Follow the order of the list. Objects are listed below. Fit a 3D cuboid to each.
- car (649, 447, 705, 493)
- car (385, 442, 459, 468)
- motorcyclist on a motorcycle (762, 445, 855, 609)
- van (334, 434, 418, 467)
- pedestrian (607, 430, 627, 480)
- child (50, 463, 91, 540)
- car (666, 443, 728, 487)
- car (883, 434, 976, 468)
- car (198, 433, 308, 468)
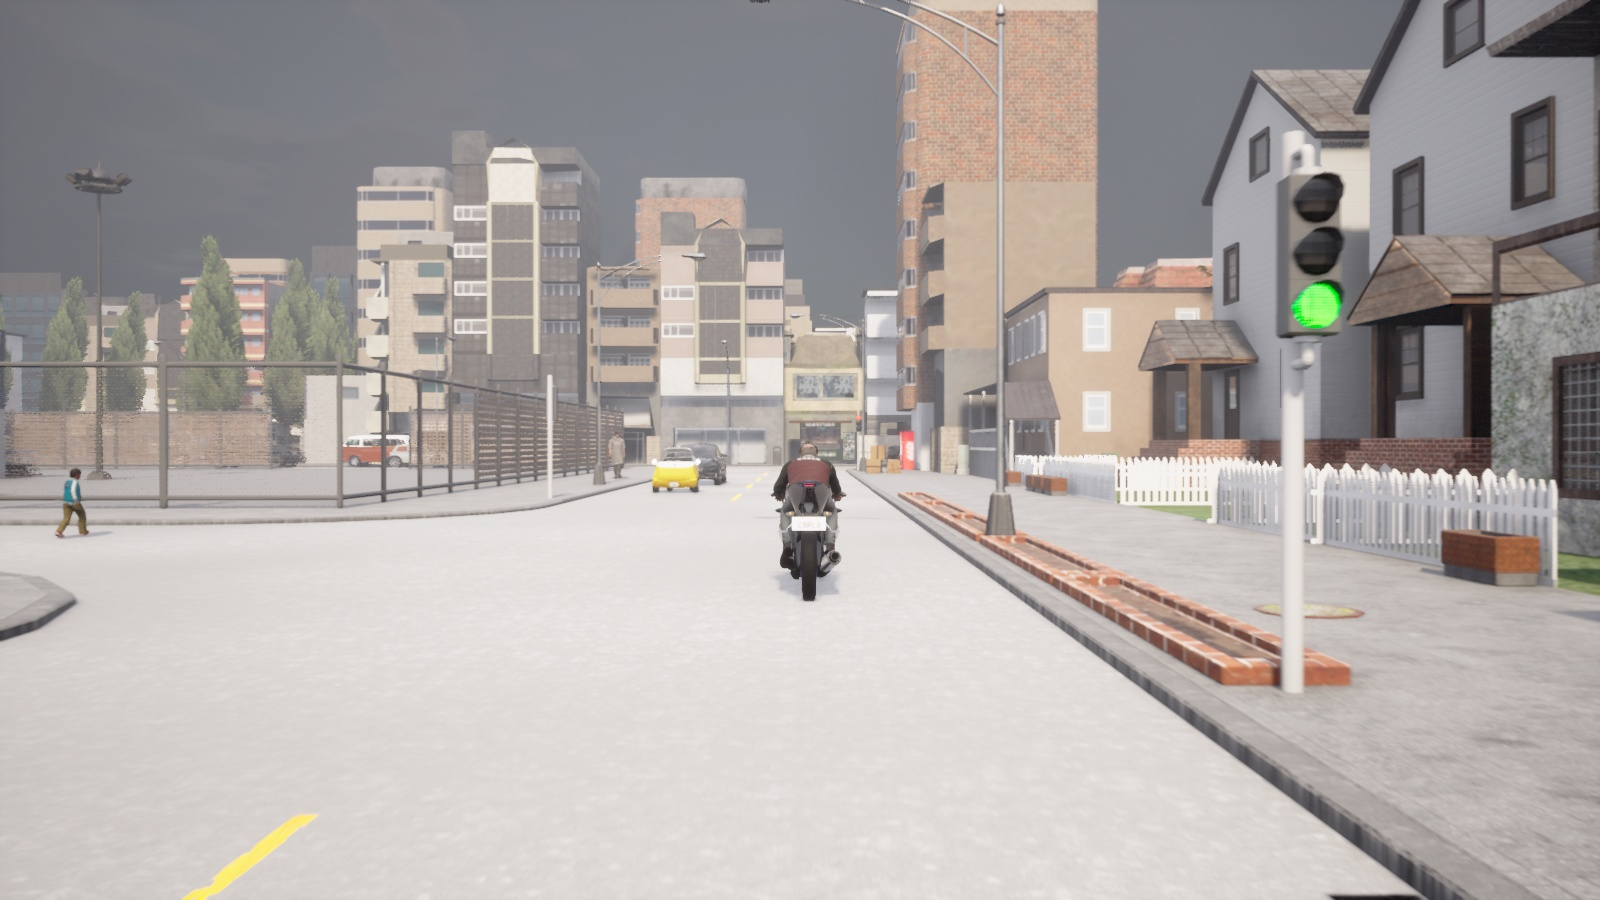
[{"bbox_3d":[-3.736,0.592,38.391,1.481,1.376,2.207,0,0,1],"label":"car"},{"bbox_3d":[-22.333,0.294,74.297,3.806,1.475,1.970,0,0,1],"label":"car"},{"bbox_3d":[0.088,0.712,12.848,0.866,1.530,2.191,0,0,0],"label":"motorcyclist on a motorcycle"},{"bbox_3d":[-26.413,0.031,78.310,4.480,2.038,2.069,0,0,0],"label":"van"},{"bbox_3d":[-7.164,0.186,49.129,0.659,1.952,0.873,0,0,-16],"label":"pedestrian"},{"bbox_3d":[-11.475,0.801,19.756,0.343,1.192,0.448,0,0,19],"label":"child"},{"bbox_3d":[-3.722,0.500,45.987,1.837,1.490,4.892,0,1,0],"label":"car"},{"bbox_3d":[7.993,0.052,78.142,5.566,2.045,2.150,0,0,0],"label":"car"},{"bbox_3d":[-32.342,0.039,74.352,5.566,2.045,2.150,0,0,1],"label":"car"}]
